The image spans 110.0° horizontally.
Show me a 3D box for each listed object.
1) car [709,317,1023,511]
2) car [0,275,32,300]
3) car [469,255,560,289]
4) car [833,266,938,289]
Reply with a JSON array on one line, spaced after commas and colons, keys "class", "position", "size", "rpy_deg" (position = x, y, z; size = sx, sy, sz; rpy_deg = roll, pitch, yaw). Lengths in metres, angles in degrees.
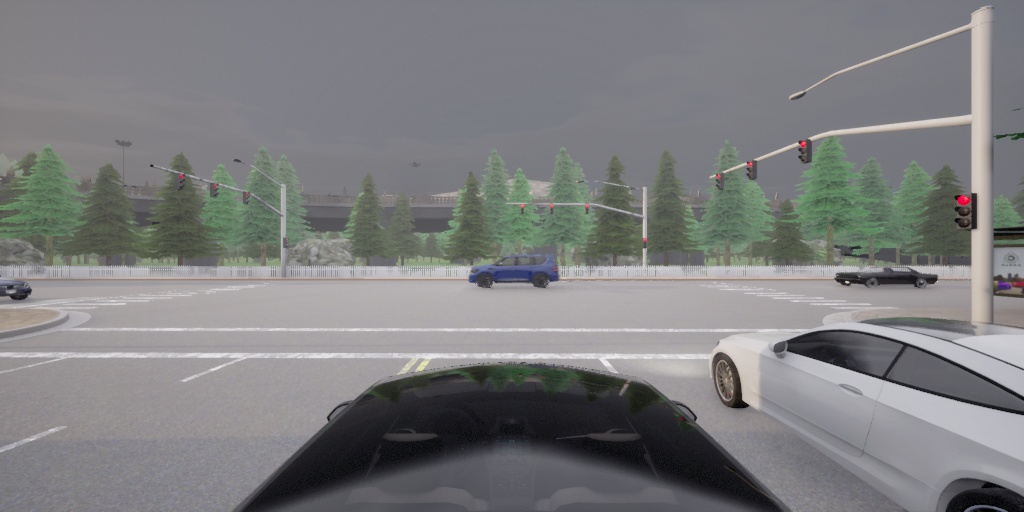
[{"class": "car", "position": [3.657, 1.276, 3.180], "size": [1.812, 1.442, 4.674], "rpy_deg": [0, 0, 2]}, {"class": "car", "position": [-23.174, 1.220, 14.920], "size": [4.674, 1.442, 1.812], "rpy_deg": [0, 0, 0]}, {"class": "car", "position": [0.162, 0.928, 22.110], "size": [5.566, 2.045, 2.150], "rpy_deg": [0, 0, 0]}, {"class": "car", "position": [22.866, 1.295, 22.082], "size": [4.718, 1.301, 1.895], "rpy_deg": [0, 0, 0]}]
